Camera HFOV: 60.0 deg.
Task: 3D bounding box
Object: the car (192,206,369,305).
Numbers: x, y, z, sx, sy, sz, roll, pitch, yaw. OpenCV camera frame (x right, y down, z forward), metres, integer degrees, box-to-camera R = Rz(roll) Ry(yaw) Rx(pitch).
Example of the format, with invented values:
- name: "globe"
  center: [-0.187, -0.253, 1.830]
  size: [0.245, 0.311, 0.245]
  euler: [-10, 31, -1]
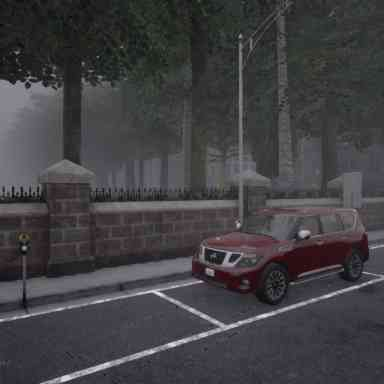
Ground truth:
- name: "car"
  center: [2.411, 1.314, 8.251]
  size: [5.009, 1.841, 2.192]
  euler: [0, 0, -35]
